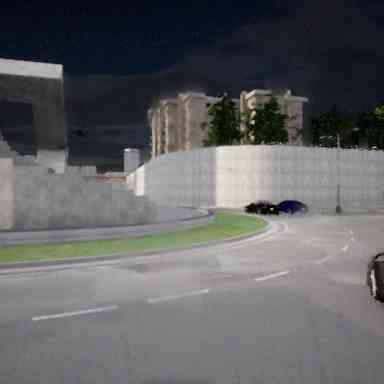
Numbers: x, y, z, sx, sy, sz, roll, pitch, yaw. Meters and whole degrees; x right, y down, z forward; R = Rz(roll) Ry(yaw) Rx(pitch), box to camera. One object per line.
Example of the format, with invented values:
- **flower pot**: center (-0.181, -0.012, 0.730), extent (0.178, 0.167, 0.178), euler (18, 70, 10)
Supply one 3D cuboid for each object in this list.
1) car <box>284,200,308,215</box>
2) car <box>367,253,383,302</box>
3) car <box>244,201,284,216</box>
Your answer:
- **car**: center (10.055, 1.543, 34.499), extent (1.812, 1.442, 4.674), euler (1, 0, -20)
- **car**: center (4.371, 1.521, 5.317), extent (1.837, 1.490, 4.892), euler (-1, 0, 12)
- **car**: center (6.854, 1.567, 33.216), extent (1.994, 1.385, 4.181), euler (0, 0, -19)
